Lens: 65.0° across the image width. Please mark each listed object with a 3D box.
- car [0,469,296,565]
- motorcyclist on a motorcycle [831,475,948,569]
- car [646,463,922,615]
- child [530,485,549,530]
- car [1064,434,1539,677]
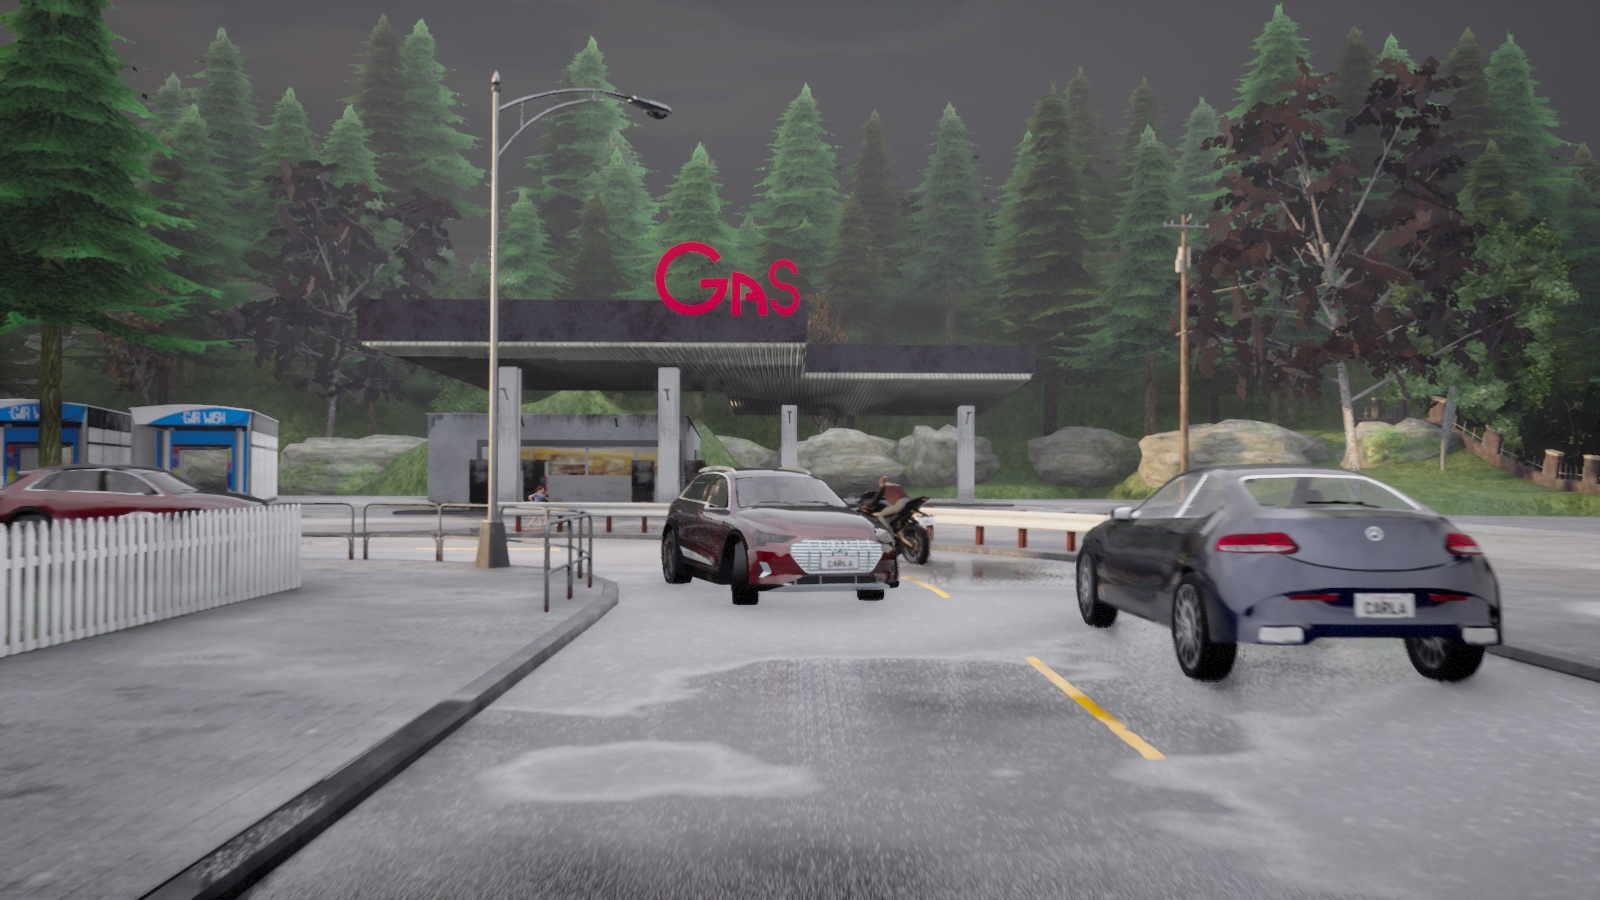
[{"bbox_3d":[-12.015,1.176,22.871,4.856,1.649,2.033,0,-1,0],"label":"car"},{"bbox_3d":[1.532,1.212,21.889,0.866,1.530,2.191,-1,-1,-33],"label":"motorcyclist on a motorcycle"},{"bbox_3d":[-0.411,1.020,16.300,2.033,1.649,4.856,1,-1,-21],"label":"car"},{"bbox_3d":[-6.485,1.436,31.293,0.394,1.110,0.255,-1,-1,16],"label":"child"},{"bbox_3d":[3.961,0.763,11.106,2.152,1.651,5.027,0,-1,0],"label":"car"}]
